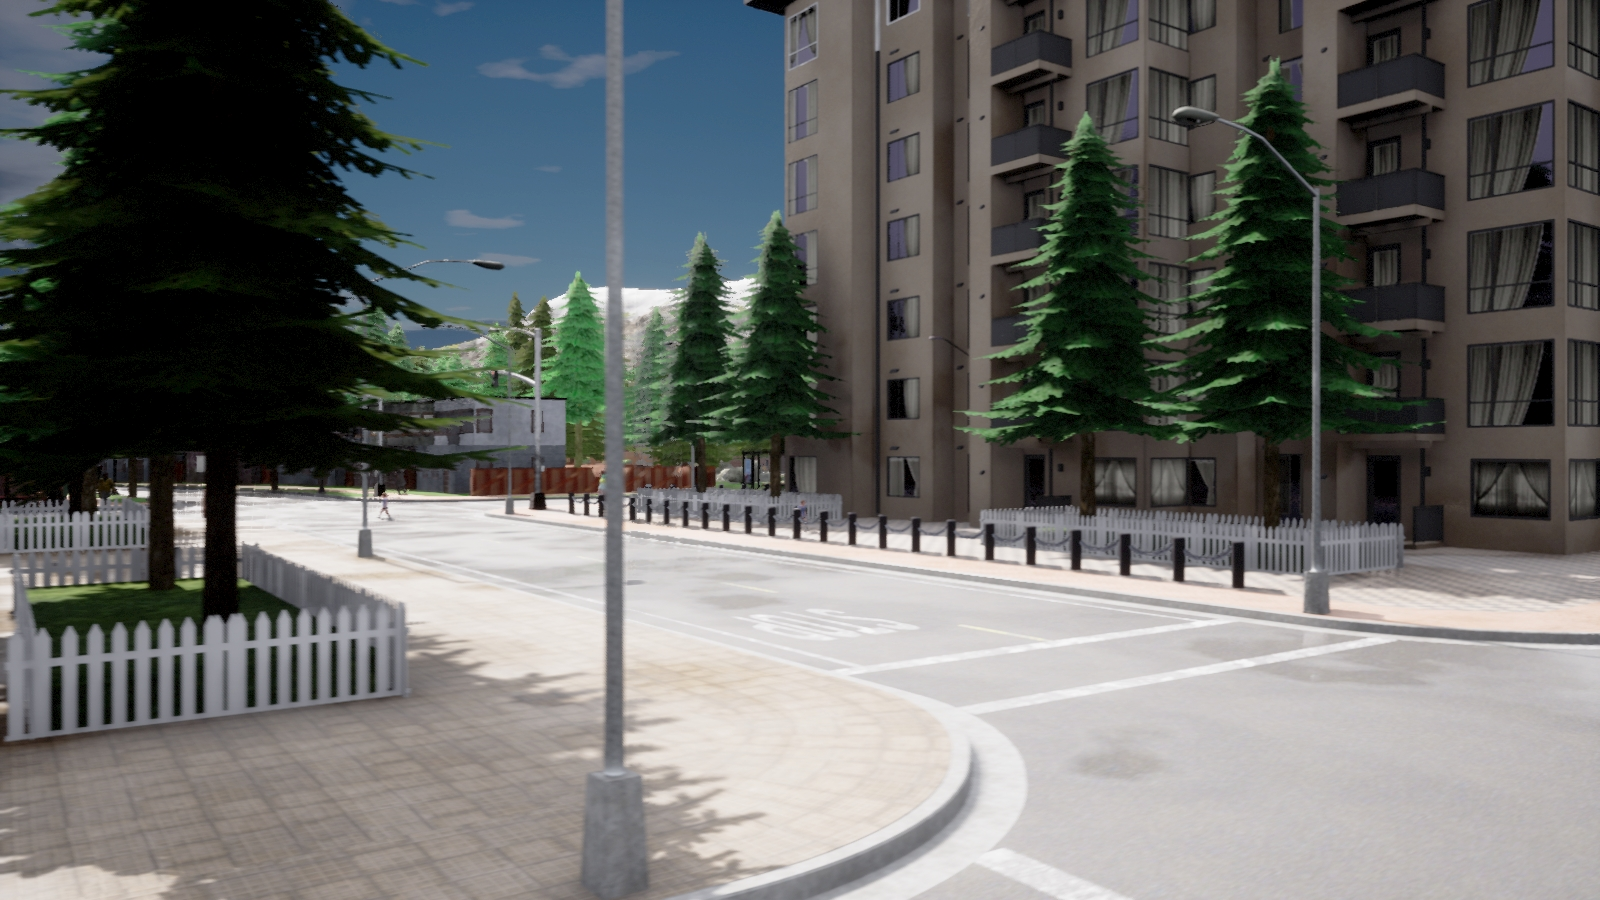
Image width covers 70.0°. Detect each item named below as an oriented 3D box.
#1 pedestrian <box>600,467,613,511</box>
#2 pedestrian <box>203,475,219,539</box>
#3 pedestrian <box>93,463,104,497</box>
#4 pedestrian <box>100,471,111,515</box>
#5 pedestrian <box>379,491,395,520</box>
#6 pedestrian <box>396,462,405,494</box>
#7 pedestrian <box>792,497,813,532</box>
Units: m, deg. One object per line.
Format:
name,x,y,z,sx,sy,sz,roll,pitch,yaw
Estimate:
pedestrian,-8.281,1.682,48.854,0.375,1.860,0.375,0,0,-42
pedestrian,-17.556,1.688,34.030,0.375,1.860,0.375,0,0,-34
pedestrian,-38.760,1.658,63.104,0.375,1.860,0.375,0,0,18
pedestrian,-29.831,1.827,49.052,0.375,1.860,0.375,0,0,-34
pedestrian,-16.574,2.222,45.855,0.500,1.100,0.500,0,0,-34
pedestrian,-23.552,1.659,67.352,0.375,1.860,0.375,0,0,42
pedestrian,0.081,2.063,36.539,0.500,1.100,0.500,0,0,-32
